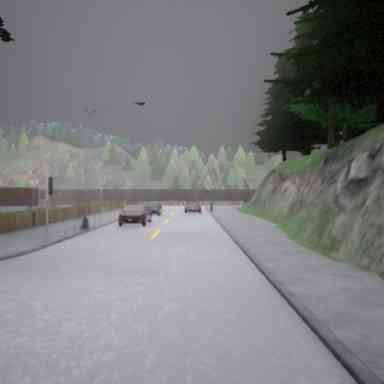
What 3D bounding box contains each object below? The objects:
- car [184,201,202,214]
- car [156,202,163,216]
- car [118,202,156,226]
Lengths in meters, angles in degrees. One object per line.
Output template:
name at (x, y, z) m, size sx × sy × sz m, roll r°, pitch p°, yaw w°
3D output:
car at (0.097, 1.755, 38.582) m, size 1.994 × 1.385 × 4.181 m, roll 0°, pitch 0°, yaw 0°
car at (-4.096, 1.720, 34.868) m, size 2.033 × 1.411 × 5.357 m, roll 0°, pitch 0°, yaw 0°
car at (-4.099, 1.600, 24.609) m, size 1.882 × 1.535 × 5.008 m, roll 0°, pitch 0°, yaw 0°
